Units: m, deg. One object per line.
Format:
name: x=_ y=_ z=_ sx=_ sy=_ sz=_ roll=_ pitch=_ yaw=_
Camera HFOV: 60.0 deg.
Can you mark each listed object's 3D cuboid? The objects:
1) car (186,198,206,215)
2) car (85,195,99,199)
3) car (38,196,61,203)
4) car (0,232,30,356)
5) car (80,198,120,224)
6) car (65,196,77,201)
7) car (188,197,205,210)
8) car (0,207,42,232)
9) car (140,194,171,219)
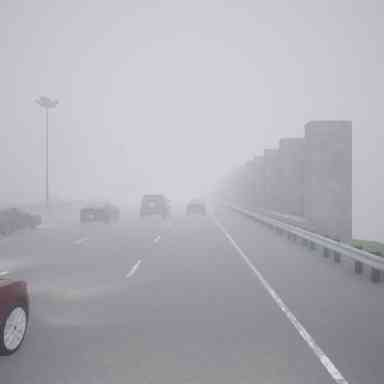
car: x=0.419 y=1.483 z=33.720 sx=1.882 sy=1.535 sz=5.008 roll=0 pitch=0 yaw=1
car: x=-19.878 y=1.365 z=66.118 sx=2.097 sy=1.767 sz=4.553 roll=0 pitch=0 yaw=1
car: x=-23.652 y=1.515 z=55.131 sx=1.837 sy=1.490 sz=4.892 roll=0 pitch=0 yaw=2
car: x=-3.383 y=1.478 z=3.030 sx=1.882 sy=1.535 sz=5.008 roll=0 pitch=0 yaw=0
car: x=-6.733 y=1.481 z=24.754 sx=1.882 sy=1.535 sz=5.008 roll=0 pitch=0 yaw=1
car: x=-30.482 y=1.603 z=83.482 sx=1.895 sy=1.301 sz=4.718 roll=0 pitch=0 yaw=-2
car: x=0.672 y=1.498 z=43.914 sx=2.128 sy=1.511 sz=4.902 roll=0 pitch=0 yaw=2
car: x=-10.282 y=1.549 z=18.350 sx=2.033 sy=1.411 sz=5.357 roll=0 pitch=0 yaw=0
car: x=-3.170 y=1.225 z=29.424 sx=2.150 sy=2.045 sz=5.566 roll=0 pitch=0 yaw=1
